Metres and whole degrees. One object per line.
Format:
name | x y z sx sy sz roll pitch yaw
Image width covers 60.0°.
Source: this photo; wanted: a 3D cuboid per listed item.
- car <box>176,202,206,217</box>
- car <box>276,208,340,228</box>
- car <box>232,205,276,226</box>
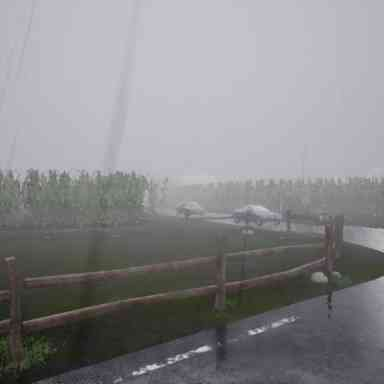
car | -0.241 1.839 36.072 1.837 1.490 4.892 0 -1 -25
car | 8.188 1.755 23.498 1.895 1.301 4.718 -1 0 -15
car | 4.813 1.727 25.353 1.812 1.442 4.674 0 0 -26
